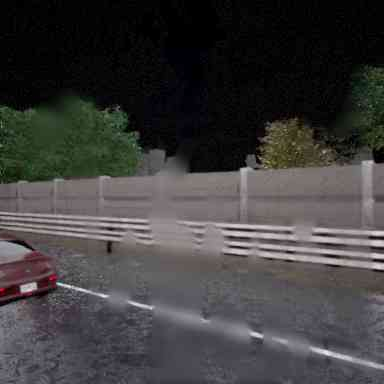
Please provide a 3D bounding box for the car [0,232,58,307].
[{"bbox_3d":[-4.885,1.622,7.474,4.674,1.442,1.812,-1,0,35],"label":"car"}]
